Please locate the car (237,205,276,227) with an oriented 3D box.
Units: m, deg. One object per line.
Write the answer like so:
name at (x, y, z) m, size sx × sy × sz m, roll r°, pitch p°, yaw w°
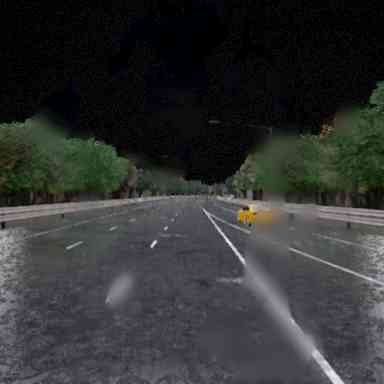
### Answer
car at (4.736, 1.691, 24.993) m, size 1.882 × 1.535 × 5.008 m, roll 0°, pitch -1°, yaw -5°
